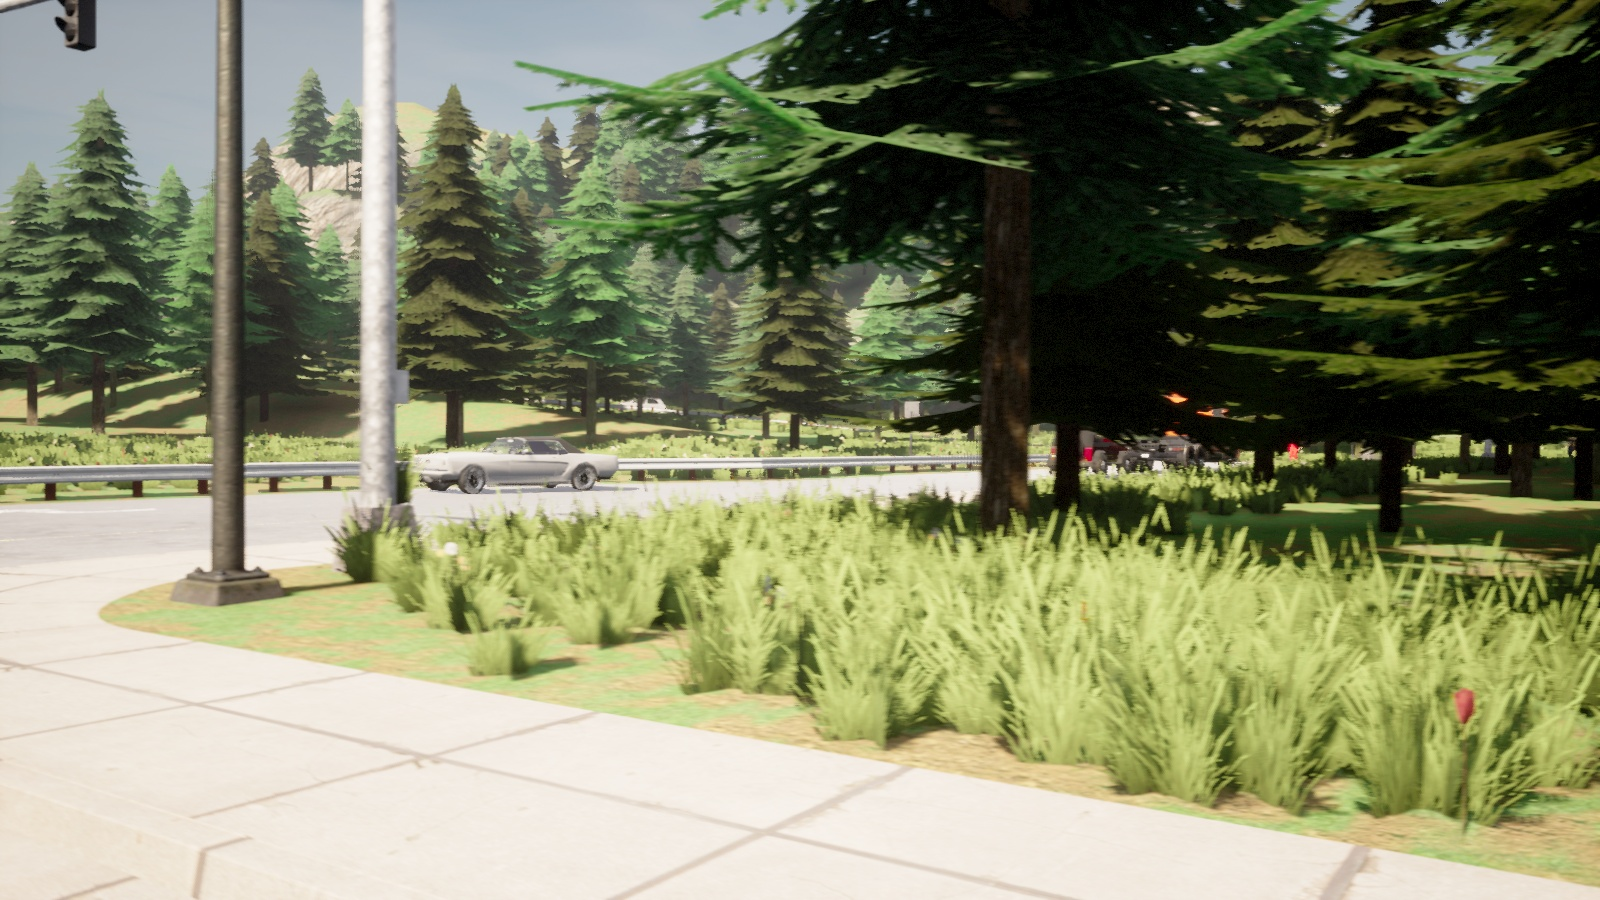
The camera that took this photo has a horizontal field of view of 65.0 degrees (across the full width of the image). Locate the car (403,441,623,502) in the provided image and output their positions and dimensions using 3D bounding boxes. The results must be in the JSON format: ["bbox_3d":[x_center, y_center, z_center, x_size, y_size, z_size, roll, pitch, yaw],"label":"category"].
[{"bbox_3d":[-6.720,0.455,29.737,4.718,1.301,1.895,-1,1,-42],"label":"car"}]

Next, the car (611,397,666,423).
[{"bbox_3d":[-11.540,-2.852,89.669,3.633,1.501,1.845,4,0,-12],"label":"car"}]

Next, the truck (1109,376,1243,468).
[{"bbox_3d":[15.471,-1.120,51.249,2.891,3.462,7.936,0,1,35],"label":"truck"}]

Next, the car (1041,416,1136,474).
[{"bbox_3d":[9.982,-0.186,43.307,1.905,1.878,3.866,0,1,34],"label":"car"}]
